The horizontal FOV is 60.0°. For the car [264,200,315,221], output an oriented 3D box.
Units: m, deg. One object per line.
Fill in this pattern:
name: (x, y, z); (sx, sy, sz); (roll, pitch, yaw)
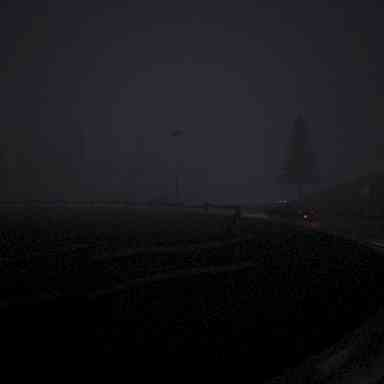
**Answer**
car: (8.228, 1.672, 28.584); (1.895, 1.301, 4.718); (0, 0, -22)

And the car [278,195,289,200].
car: (25.741, 1.693, 88.173); (4.181, 1.385, 1.994); (0, 0, -35)

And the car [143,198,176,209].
car: (-4.646, 1.578, 47.052); (4.892, 1.490, 1.837); (0, 0, 25)

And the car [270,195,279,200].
car: (23.386, 1.685, 90.794); (5.008, 1.535, 1.882); (0, 0, -35)

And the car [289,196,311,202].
car: (27.764, 1.693, 85.317); (4.181, 1.385, 1.994); (0, 0, -35)
